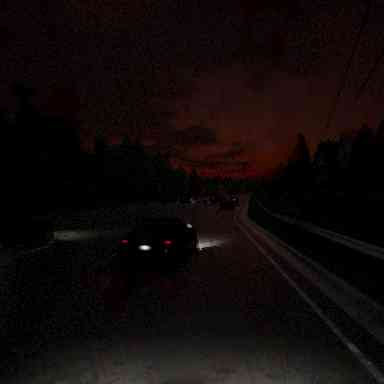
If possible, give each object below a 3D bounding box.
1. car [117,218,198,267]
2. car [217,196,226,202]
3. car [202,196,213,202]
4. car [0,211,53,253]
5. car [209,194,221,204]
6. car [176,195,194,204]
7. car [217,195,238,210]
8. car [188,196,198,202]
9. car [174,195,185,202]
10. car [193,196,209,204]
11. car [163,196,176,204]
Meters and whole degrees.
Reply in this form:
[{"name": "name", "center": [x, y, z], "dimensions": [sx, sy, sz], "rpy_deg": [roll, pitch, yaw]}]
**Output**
[{"name": "car", "center": [-1.021, 1.605, 11.670], "dimensions": [1.994, 1.385, 4.181], "rpy_deg": [0, 0, 10]}, {"name": "car", "center": [7.231, 1.615, 80.677], "dimensions": [1.837, 1.490, 4.892], "rpy_deg": [0, 0, 10]}, {"name": "car", "center": [3.782, 1.656, 81.272], "dimensions": [2.033, 1.411, 5.357], "rpy_deg": [0, 0, 10]}, {"name": "car", "center": [-7.764, 1.525, 13.768], "dimensions": [1.882, 1.535, 5.008], "rpy_deg": [0, 0, 10]}, {"name": "car", "center": [5.465, 1.463, 70.439], "dimensions": [2.150, 2.045, 5.566], "rpy_deg": [0, 0, 10]}, {"name": "car", "center": [-1.438, 1.767, 71.599], "dimensions": [2.128, 1.511, 4.902], "rpy_deg": [0, 0, 10]}, {"name": "car", "center": [5.005, 1.641, 46.578], "dimensions": [1.882, 1.535, 5.008], "rpy_deg": [0, 0, 10]}, {"name": "car", "center": [0.333, 1.642, 81.867], "dimensions": [1.812, 1.442, 4.674], "rpy_deg": [0, 0, 10]}, {"name": "car", "center": [-3.116, 1.620, 82.463], "dimensions": [1.837, 1.490, 4.892], "rpy_deg": [0, 0, 10]}, {"name": "car", "center": [2.082, 1.766, 71.414], "dimensions": [1.812, 1.442, 4.674], "rpy_deg": [0, 0, 10]}, {"name": "car", "center": [-4.822, 1.600, 72.575], "dimensions": [2.097, 1.767, 4.553], "rpy_deg": [0, 0, 10]}]
